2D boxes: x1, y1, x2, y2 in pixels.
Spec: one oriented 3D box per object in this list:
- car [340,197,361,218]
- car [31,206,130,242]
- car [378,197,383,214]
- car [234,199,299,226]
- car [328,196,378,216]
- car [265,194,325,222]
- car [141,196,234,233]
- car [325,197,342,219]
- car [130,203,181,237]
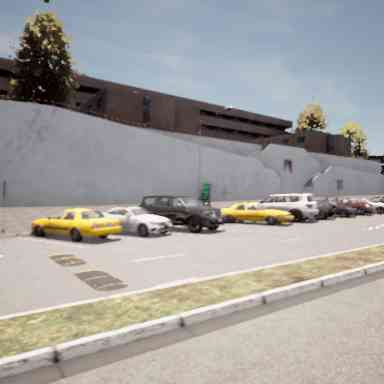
[{"bbox_3d":[11.479,1.392,28.421,4.674,1.452,2.002,-1,-1,35],"label":"car"},{"bbox_3d":[-5.806,1.488,16.322,5.366,1.575,1.946,-1,0,35],"label":"car"},{"bbox_3d":[16.366,1.306,31.901,4.674,1.452,2.002,-1,0,35],"label":"car"},{"bbox_3d":[4.288,1.432,23.087,5.366,1.575,1.946,-1,-1,35],"label":"car"},{"bbox_3d":[13.895,1.184,30.178,4.553,1.767,2.185,-1,0,35],"label":"car"},{"bbox_3d":[6.555,1.162,24.947,5.566,2.045,2.435,-1,0,35],"label":"car"},{"bbox_3d":[-0.731,1.224,19.697,5.566,2.045,2.435,-1,-1,35],"label":"car"},{"bbox_3d":[9.002,1.412,26.686,4.792,1.488,2.163,-1,0,35],"label":"car"},{"bbox_3d":[-3.206,1.522,17.968,4.674,1.452,2.002,-1,-1,35],"label":"car"}]
